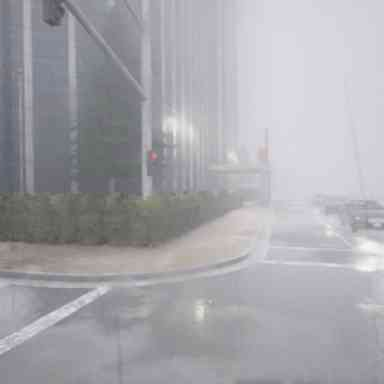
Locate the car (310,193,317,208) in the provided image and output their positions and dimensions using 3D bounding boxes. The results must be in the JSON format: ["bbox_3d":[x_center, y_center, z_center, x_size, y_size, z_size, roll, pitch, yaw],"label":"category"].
[{"bbox_3d":[13.990,0.887,36.317,1.837,1.490,4.892,0,1,15],"label":"car"}]

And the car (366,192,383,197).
[{"bbox_3d":[29.147,0.622,52.771,1.895,1.301,4.718,0,1,15],"label":"car"}]

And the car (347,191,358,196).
[{"bbox_3d":[26.298,0.579,55.314,1.994,1.385,4.181,0,1,15],"label":"car"}]

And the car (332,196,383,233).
[{"bbox_3d":[8.908,1.174,17.236,2.128,1.511,4.902,0,1,15],"label":"car"}]

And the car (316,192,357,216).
[{"bbox_3d":[11.327,1.016,26.398,1.882,1.535,5.008,0,1,15],"label":"car"}]
